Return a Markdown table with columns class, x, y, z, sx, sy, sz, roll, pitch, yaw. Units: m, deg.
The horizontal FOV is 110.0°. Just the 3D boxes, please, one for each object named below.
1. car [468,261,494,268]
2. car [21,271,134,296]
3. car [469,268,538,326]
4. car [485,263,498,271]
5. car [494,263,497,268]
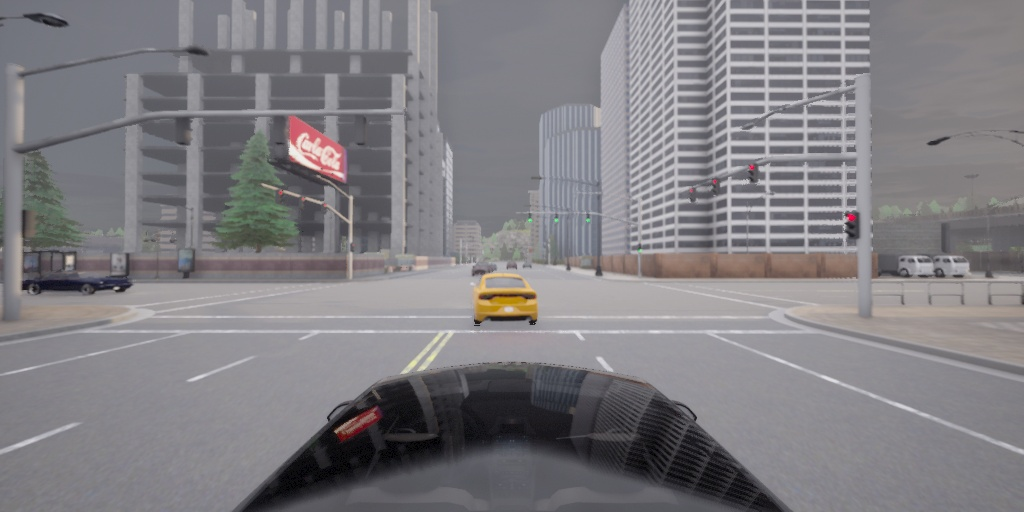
| class | x | y | z | sx | sy | sz | roll | pitch | yaw |
| --- | --- | --- | --- | --- | --- | --- | --- | --- | --- |
| car | -3.607 | 1.501 | 42.806 | 2.097 | 1.767 | 4.553 | 0 | -1 | 0 |
| car | -24.778 | 1.533 | 20.479 | 4.718 | 1.301 | 1.895 | 0 | -1 | 0 |
| car | -0.398 | 1.330 | 12.287 | 1.882 | 1.535 | 5.008 | 0 | 0 | -7 |
| car | -3.519 | 1.888 | 62.539 | 2.033 | 1.411 | 5.357 | 0 | -1 | 0 |
| car | -3.586 | 1.730 | 52.015 | 2.128 | 1.511 | 4.902 | 0 | -1 | 0 |
